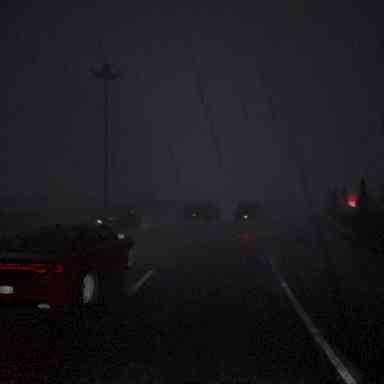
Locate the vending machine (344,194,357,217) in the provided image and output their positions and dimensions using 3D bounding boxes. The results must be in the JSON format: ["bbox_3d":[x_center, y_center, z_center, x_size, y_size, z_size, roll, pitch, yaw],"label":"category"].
[{"bbox_3d":[14.396,1.218,30.238,1.100,2.100,0.880,0,0,23],"label":"vending machine"}]

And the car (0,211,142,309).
[{"bbox_3d":[-2.817,1.463,7.961,1.882,1.535,5.008,0,0,6],"label":"car"}]

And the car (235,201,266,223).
[{"bbox_3d":[4.517,1.500,25.709,1.837,1.490,4.892,0,0,18],"label":"car"}]

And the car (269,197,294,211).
[{"bbox_3d":[10.919,1.356,40.449,2.097,1.767,4.553,0,0,28],"label":"car"}]

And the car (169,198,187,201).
[{"bbox_3d":[-1.818,1.557,53.776,1.895,1.301,4.718,0,0,32],"label":"car"}]

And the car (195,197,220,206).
[{"bbox_3d":[2.657,1.571,54.267,1.895,1.301,4.718,0,0,34],"label":"car"}]

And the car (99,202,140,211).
[{"bbox_3d":[-4.452,1.537,19.455,1.994,1.385,4.181,0,0,12],"label":"car"}]

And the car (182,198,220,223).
[{"bbox_3d":[0.893,1.462,25.913,1.882,1.535,5.008,0,0,17],"label":"car"}]

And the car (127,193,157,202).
[{"bbox_3d":[-7.566,1.162,50.862,2.150,2.045,5.566,0,0,29],"label":"car"}]
